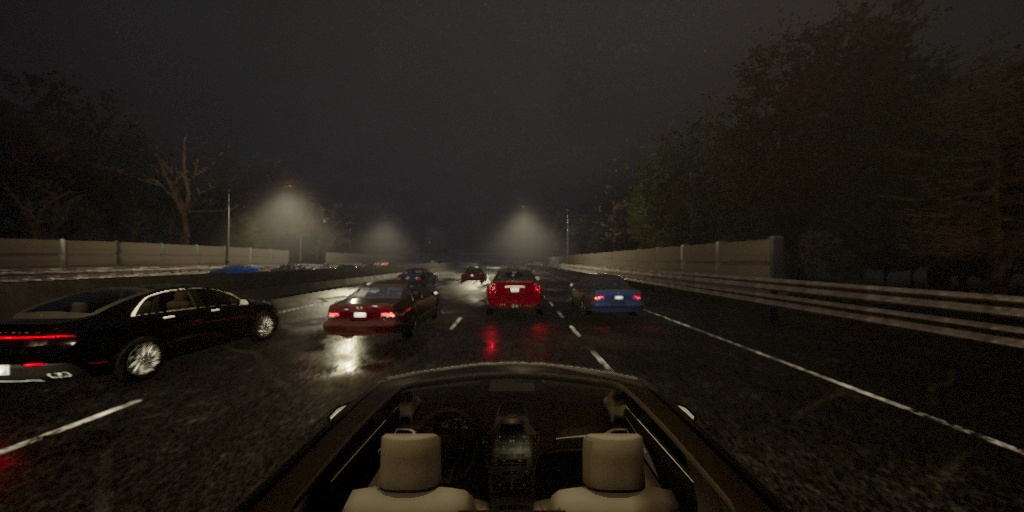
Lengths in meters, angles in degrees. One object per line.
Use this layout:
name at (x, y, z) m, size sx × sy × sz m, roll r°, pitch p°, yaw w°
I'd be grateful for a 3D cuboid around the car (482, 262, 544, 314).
car at (0.100, 1.241, 14.727) m, size 2.097 × 1.767 × 4.553 m, roll 0°, pitch -1°, yaw 0°

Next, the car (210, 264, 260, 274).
car at (-28.087, 1.606, 36.472) m, size 1.882 × 1.535 × 5.008 m, roll 0°, pitch -1°, yaw 0°

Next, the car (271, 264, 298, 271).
car at (-24.585, 1.668, 39.559) m, size 1.837 × 1.490 × 4.892 m, roll 0°, pitch -1°, yaw 0°

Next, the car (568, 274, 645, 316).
car at (3.454, 1.422, 14.075) m, size 2.033 × 1.411 × 5.357 m, roll 0°, pitch -1°, yaw 0°

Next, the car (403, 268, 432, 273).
car at (-6.902, 1.565, 26.433) m, size 2.033 × 1.411 × 5.357 m, roll 0°, pitch -1°, yaw 0°

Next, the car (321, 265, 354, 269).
car at (-17.591, 1.666, 37.605) m, size 1.812 × 1.442 × 4.674 m, roll 0°, pitch -1°, yaw 0°

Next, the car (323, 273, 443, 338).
car at (-3.398, 1.391, 10.529) m, size 2.033 × 1.411 × 5.357 m, roll 0°, pitch -1°, yaw 0°

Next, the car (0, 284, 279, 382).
car at (-6.900, 1.314, 7.248) m, size 1.837 × 1.490 × 4.892 m, roll 0°, pitch -1°, yaw 0°

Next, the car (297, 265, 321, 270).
car at (-21.086, 1.725, 39.433) m, size 1.994 × 1.385 × 4.181 m, roll 0°, pitch -1°, yaw 0°

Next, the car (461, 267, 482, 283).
car at (-3.395, 1.648, 32.543) m, size 1.994 × 1.385 × 4.181 m, roll 0°, pitch -1°, yaw 0°
